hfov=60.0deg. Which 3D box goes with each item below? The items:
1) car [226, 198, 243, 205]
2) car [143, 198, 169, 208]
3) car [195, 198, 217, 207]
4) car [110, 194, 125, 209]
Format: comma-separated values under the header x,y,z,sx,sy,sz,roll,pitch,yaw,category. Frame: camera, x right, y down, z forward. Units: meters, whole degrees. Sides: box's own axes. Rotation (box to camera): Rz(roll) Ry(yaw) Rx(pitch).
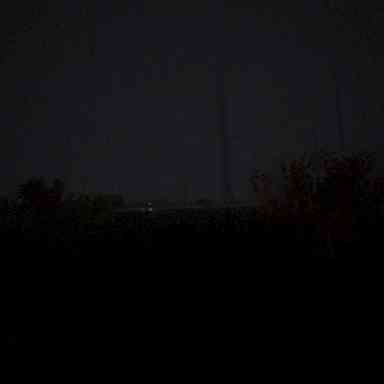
x,y,z,sx,sy,sz,roll,pitch,yaw,category
8.399,1.938,66.479,1.812,1.442,4.674,-1,-1,36,car
-5.683,1.741,53.055,1.837,1.490,4.892,-1,-1,36,car
2.460,1.804,58.174,1.837,1.490,4.892,-1,-1,36,car
-11.621,1.346,44.834,2.150,2.045,5.566,-1,-1,36,car
